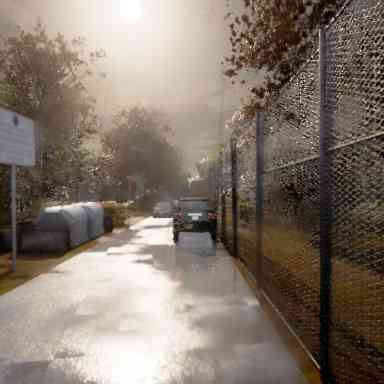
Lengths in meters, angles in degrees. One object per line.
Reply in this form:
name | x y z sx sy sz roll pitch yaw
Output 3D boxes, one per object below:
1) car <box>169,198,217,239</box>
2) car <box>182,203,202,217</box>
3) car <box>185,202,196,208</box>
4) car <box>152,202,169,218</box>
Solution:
car | 0.120 1.310 17.987 2.150 2.045 5.566 0 -1 -1
car | 0.037 1.909 35.980 1.994 1.385 4.181 0 -1 0
car | -0.267 2.868 76.019 1.895 1.301 4.718 0 -2 8
car | -2.903 1.811 33.855 1.837 1.490 4.892 0 -1 0
